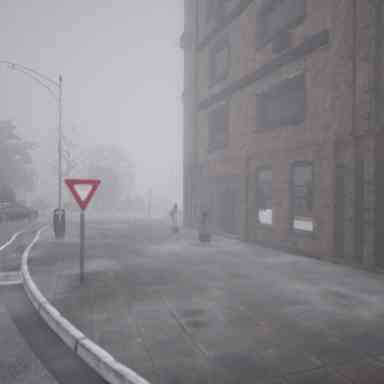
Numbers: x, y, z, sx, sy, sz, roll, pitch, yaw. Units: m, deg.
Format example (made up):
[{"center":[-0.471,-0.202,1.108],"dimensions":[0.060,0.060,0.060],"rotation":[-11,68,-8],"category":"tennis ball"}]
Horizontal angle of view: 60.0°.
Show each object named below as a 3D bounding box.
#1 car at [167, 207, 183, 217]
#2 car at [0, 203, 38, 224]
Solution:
[{"center":[-1.483,2.854,47.070],"dimensions":[1.895,1.301,4.718],"rotation":[0,-3,32],"category":"car"},{"center":[-13.079,1.456,23.891],"dimensions":[1.994,1.385,4.181],"rotation":[0,-1,14],"category":"car"}]
